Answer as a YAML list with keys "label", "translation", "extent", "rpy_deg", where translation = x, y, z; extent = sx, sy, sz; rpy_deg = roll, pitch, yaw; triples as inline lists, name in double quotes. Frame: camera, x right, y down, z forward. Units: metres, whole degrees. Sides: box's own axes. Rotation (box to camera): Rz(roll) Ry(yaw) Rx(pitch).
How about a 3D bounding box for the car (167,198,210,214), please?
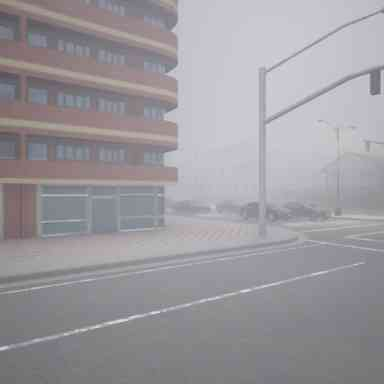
- label: "car"
  translation: [-0.191, 1.548, 35.546]
  extent: [2.033, 1.411, 5.357]
  rpy_deg: [0, 0, -35]

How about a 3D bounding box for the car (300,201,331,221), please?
- label: "car"
  translation: [9.310, 1.526, 27.939]
  extent: [1.812, 1.442, 4.674]
  rpy_deg: [0, 0, -34]

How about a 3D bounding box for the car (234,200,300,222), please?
- label: "car"
  translation: [5.875, 1.505, 26.734]
  extent: [1.837, 1.490, 4.892]
  rpy_deg: [0, 0, -34]

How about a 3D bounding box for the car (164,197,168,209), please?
- label: "car"
  translation: [-3.667, 1.505, 46.777]
  extent: [1.837, 1.490, 4.892]
  rpy_deg: [0, 0, -34]

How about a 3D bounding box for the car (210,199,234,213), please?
- label: "car"
  translation: [4.375, 1.526, 35.109]
  extent: [1.812, 1.442, 4.674]
  rpy_deg: [0, 0, -34]
